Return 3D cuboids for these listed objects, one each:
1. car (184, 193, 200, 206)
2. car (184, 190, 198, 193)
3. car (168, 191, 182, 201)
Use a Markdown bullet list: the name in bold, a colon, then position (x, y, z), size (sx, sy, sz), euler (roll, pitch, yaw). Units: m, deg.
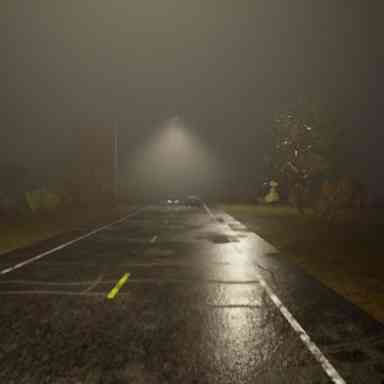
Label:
- **car**: position (0.093, 1.145, 44.610), size (1.994, 1.385, 4.181), euler (0, 1, 0)
- **car**: position (0.057, 0.565, 64.610), size (2.150, 2.045, 5.566), euler (0, 1, 0)
- **car**: position (-3.546, 0.905, 63.314), size (2.033, 1.411, 5.357), euler (0, 1, 0)
